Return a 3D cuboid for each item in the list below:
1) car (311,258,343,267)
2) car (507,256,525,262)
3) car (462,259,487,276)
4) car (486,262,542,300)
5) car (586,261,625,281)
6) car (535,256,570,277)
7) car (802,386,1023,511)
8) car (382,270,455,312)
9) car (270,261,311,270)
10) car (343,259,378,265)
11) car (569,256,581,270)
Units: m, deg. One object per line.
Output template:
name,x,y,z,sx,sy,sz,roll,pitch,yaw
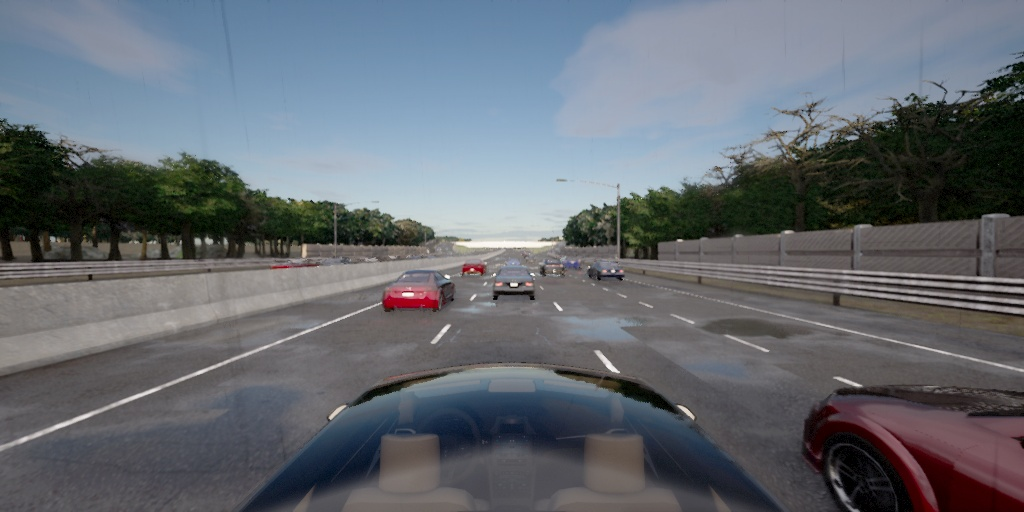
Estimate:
car,-17.569,0.993,35.806,1.837,1.490,4.892,0,0,0
car,0.163,0.976,43.617,2.033,1.411,5.357,0,0,1
car,-3.385,0.991,32.992,1.882,1.535,5.008,0,0,0
car,0.083,1.183,16.896,2.033,1.411,5.357,0,0,0
car,7.097,1.104,27.592,2.033,1.411,5.357,0,0,0
car,3.509,1.015,31.899,2.128,1.511,4.902,0,0,0
car,3.504,1.317,1.349,1.994,1.385,4.181,0,0,0
car,-3.416,1.221,13.783,1.994,1.385,4.181,0,0,0
car,-21.076,1.097,34.697,1.895,1.301,4.718,0,0,0
car,-14.077,1.099,34.683,1.895,1.301,4.718,0,0,0
car,7.170,0.776,44.538,2.097,1.767,4.553,0,1,0
